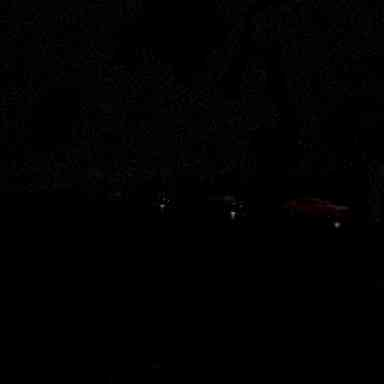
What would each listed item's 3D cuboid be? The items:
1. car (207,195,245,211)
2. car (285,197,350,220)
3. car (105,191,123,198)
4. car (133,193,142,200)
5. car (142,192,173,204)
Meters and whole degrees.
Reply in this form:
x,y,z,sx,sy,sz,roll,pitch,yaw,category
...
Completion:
x,y,z,sx,sy,sz,roll,pitch,yaw,category
3.411,1.074,34.211,1.812,1.442,4.674,1,1,-35,car
9.538,1.213,25.617,1.882,1.535,5.008,1,1,-36,car
-15.455,0.486,65.711,2.033,1.411,5.357,1,1,-36,car
-8.089,0.758,55.389,1.895,1.301,4.718,1,1,-36,car
-4.498,0.808,45.303,1.837,1.490,4.892,1,2,-36,car
